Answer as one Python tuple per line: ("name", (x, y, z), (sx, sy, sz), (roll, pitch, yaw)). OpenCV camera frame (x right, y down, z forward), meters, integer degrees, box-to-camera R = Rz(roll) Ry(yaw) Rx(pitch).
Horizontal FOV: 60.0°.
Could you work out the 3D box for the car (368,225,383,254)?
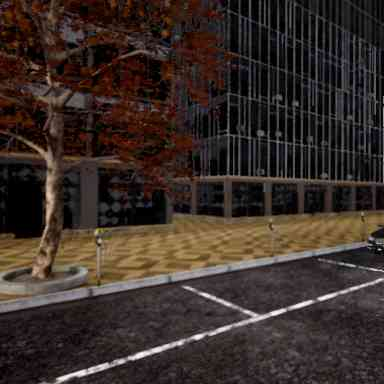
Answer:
("car", (8.300, 1.587, 12.475), (4.403, 1.369, 2.008), (0, 0, -35))
